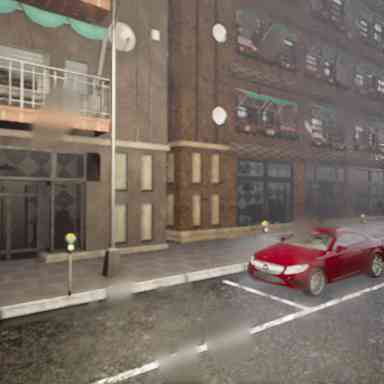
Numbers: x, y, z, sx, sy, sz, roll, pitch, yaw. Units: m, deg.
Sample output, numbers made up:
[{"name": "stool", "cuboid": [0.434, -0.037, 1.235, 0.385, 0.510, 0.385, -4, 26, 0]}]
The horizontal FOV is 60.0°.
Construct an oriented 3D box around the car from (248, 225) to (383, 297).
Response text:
[{"name": "car", "cuboid": [3.288, 1.533, 8.407, 4.206, 1.307, 1.802, 0, 1, -35]}]
